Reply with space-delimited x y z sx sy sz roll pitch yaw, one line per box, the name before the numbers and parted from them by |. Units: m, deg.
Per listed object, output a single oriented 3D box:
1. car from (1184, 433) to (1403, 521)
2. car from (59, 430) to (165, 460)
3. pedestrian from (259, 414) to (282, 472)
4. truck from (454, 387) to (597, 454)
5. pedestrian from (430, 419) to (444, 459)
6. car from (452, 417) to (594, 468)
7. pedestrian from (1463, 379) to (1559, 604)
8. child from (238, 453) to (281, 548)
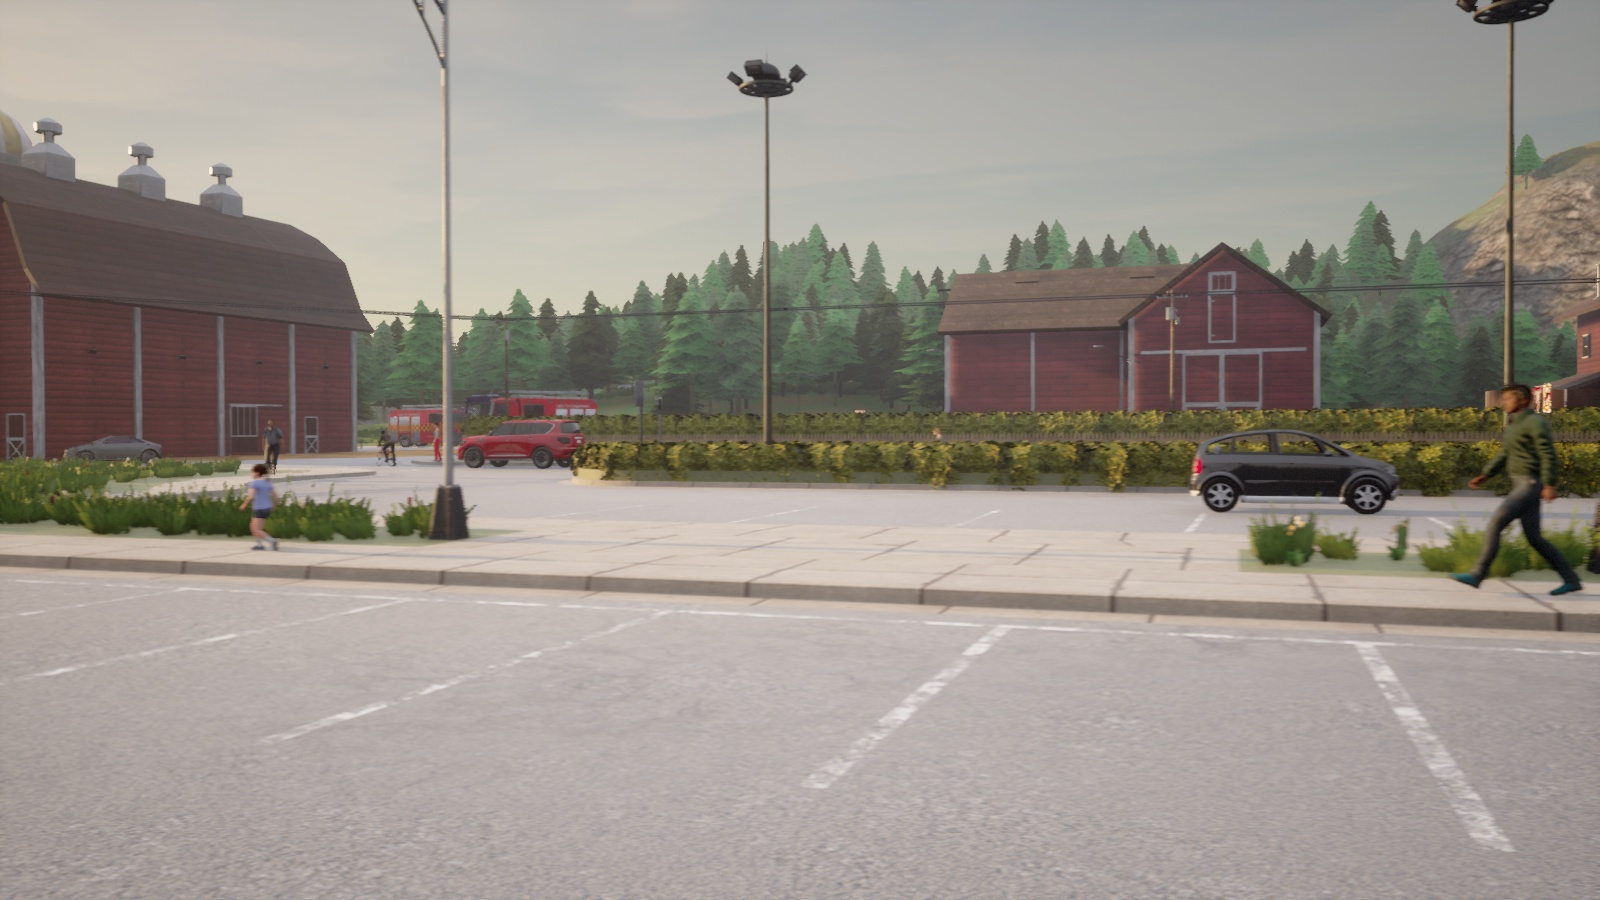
car | 9.228 0.460 23.711 3.705 1.549 1.789 0 1 19
car | -32.798 -0.260 59.911 4.181 1.385 1.994 -1 1 -37
pedestrian | -17.038 -0.229 40.405 0.540 1.848 0.694 0 1 -10
truck | -16.387 -1.761 75.651 2.891 3.827 8.468 1 1 38
pedestrian | -16.840 -0.495 58.222 0.594 1.836 0.345 0 1 -9
car | -11.716 -0.348 53.062 5.566 2.045 2.150 1 1 19
pedestrian | 5.947 0.336 10.516 0.614 1.847 0.353 0 1 16
child | -6.457 0.597 15.011 0.394 1.110 0.255 0 1 14
